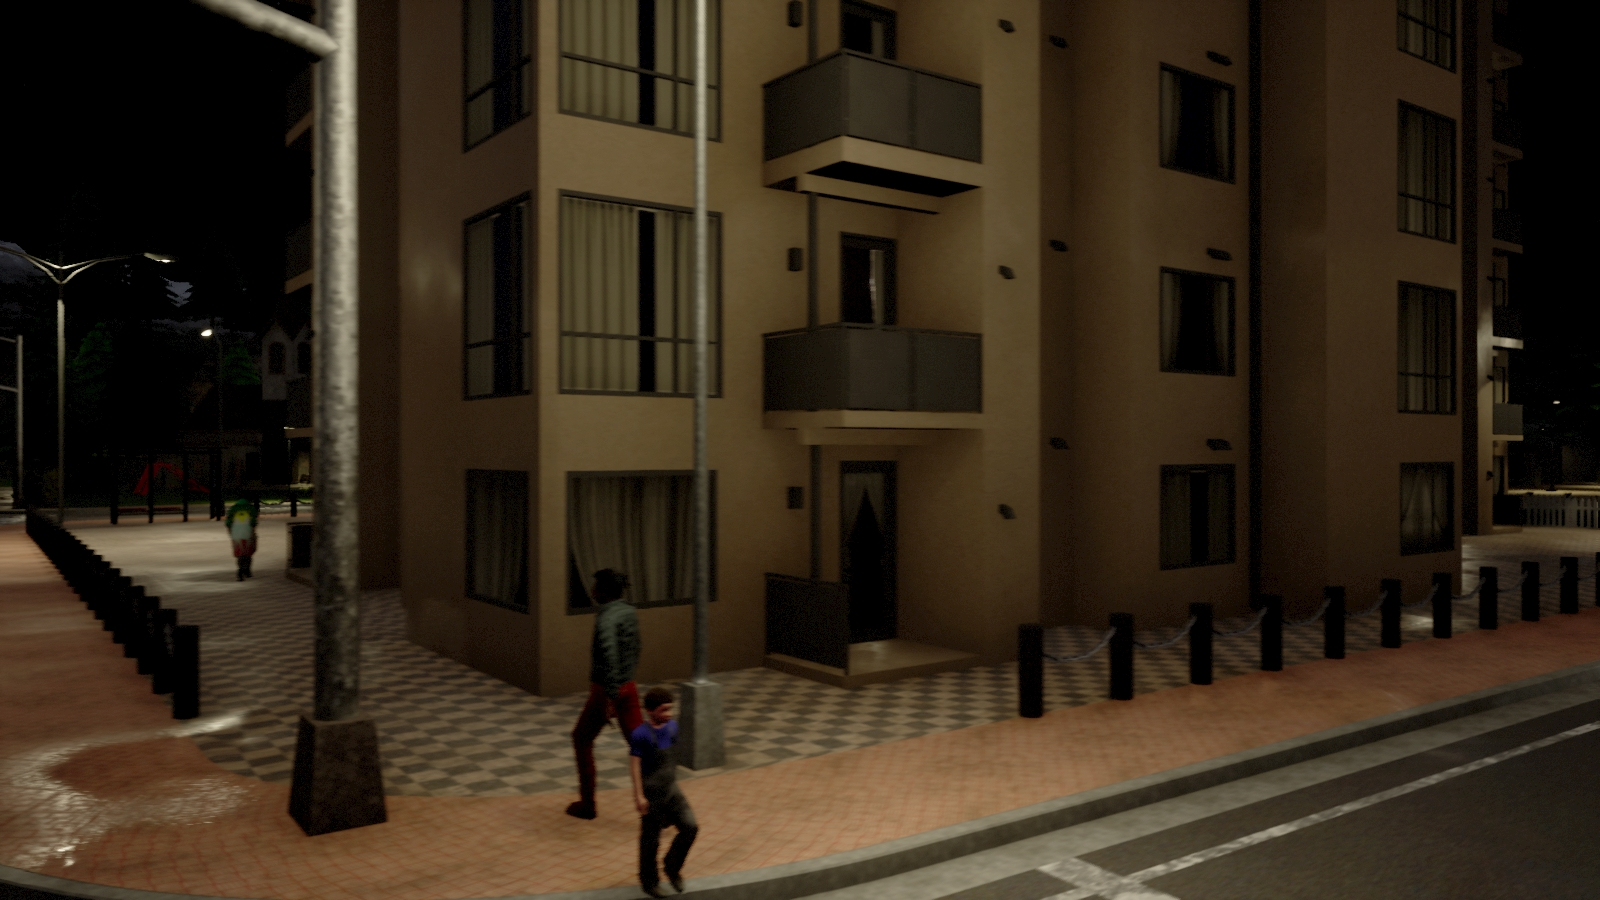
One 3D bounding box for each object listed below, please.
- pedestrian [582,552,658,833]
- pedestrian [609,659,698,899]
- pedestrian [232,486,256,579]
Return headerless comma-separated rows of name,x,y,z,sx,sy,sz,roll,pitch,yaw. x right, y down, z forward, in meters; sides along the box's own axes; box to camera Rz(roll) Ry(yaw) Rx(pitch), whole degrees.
pedestrian,-1.260,1.670,8.004,0.375,1.860,0.375,0,0,25
pedestrian,-0.878,1.950,6.842,0.375,1.300,0.375,0,0,43
pedestrian,-11.312,1.669,23.247,0.375,1.860,0.375,0,0,-15
